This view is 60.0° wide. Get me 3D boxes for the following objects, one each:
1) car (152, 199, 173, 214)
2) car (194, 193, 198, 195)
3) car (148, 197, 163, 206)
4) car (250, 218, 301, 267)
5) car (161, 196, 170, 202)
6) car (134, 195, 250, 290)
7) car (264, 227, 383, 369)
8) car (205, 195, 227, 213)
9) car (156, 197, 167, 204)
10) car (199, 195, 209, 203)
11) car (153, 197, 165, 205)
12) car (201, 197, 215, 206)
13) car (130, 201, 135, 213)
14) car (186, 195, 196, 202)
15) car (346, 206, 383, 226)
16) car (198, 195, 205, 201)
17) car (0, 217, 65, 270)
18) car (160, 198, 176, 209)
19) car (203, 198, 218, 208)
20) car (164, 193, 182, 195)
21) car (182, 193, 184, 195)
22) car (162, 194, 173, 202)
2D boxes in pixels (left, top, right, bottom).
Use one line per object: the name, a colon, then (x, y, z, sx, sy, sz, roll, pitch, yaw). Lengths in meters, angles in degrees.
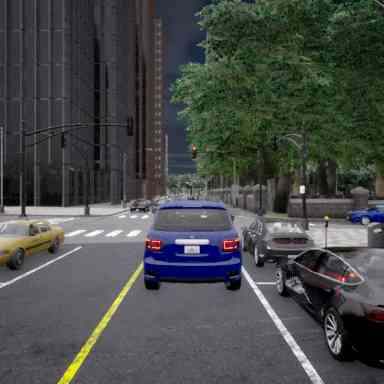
car: (-3.240, 1.537, 36.768, 1.812, 1.442, 4.674, 0, 0, 1)
car: (-0.089, 1.552, 68.069, 1.837, 1.490, 4.892, 0, 0, 0)
car: (-5.913, 1.582, 54.230, 2.008, 1.369, 4.403, 0, 0, 0)
car: (2.733, 1.551, 11.227, 2.008, 1.369, 4.403, 0, 0, 0)
car: (-5.973, 1.639, 76.059, 1.802, 1.307, 4.206, 0, 0, 0)
car: (0.048, 1.222, 9.207, 2.150, 2.045, 5.566, 0, 0, 1)
car: (2.748, 1.566, 5.714, 1.947, 1.339, 4.313, 0, 0, 0)
car: (2.658, 1.328, 37.893, 2.192, 1.841, 5.009, 0, 0, 0)
car: (-5.943, 1.626, 65.144, 1.802, 1.307, 4.206, 0, 0, 0)
car: (2.567, 1.491, 70.631, 1.967, 1.590, 4.097, 0, 0, 0)
car: (-5.928, 1.620, 59.687, 1.802, 1.307, 4.206, 0, 0, 0)
car: (2.613, 1.582, 54.261, 2.008, 1.369, 4.403, 0, 0, 0)
car: (-5.867, 1.579, 37.859, 1.947, 1.339, 4.313, 0, 0, 0)
car: (-0.217, 1.585, 78.462, 2.128, 1.511, 4.902, 0, 0, 0)
car: (14.726, 1.806, 26.066, 5.008, 1.535, 1.882, 1, 0, 0)
car: (2.521, 1.597, 87.170, 1.752, 1.417, 4.829, 0, 0, 0)
car: (-5.792, 1.526, 11.025, 1.752, 1.417, 4.829, 0, 0, 0)
car: (-3.225, 1.547, 45.918, 1.812, 1.442, 4.674, 0, 0, 0)
car: (2.628, 1.591, 48.805, 1.947, 1.339, 4.313, 0, 0, 0)
car: (-3.238, 1.385, 55.654, 2.097, 1.767, 4.553, 0, 0, 0)
car: (-3.215, 1.537, 66.046, 2.128, 1.511, 4.902, 0, 0, 0)
car: (-5.988, 1.379, 81.516, 2.192, 1.841, 5.009, 0, 0, 0)
